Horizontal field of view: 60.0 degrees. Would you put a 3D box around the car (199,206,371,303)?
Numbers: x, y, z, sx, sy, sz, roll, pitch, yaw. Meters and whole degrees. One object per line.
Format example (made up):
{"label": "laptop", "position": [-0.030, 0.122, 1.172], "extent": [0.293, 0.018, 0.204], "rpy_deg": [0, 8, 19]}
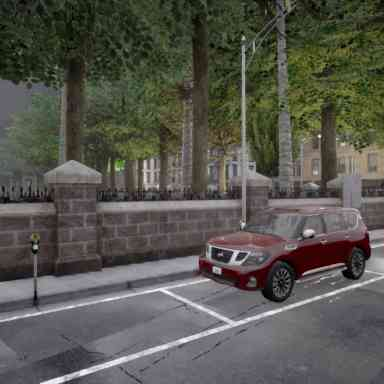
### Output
{"label": "car", "position": [2.555, 1.314, 8.413], "extent": [5.009, 1.841, 2.192], "rpy_deg": [0, 0, -36]}
